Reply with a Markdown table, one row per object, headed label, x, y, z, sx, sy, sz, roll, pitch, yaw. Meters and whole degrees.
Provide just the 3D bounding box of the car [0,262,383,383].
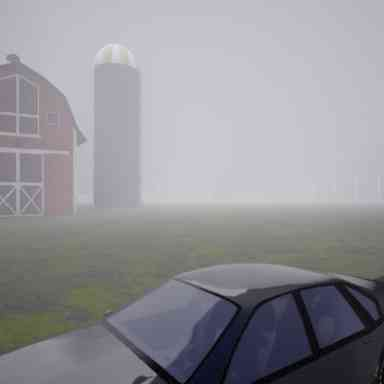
| label | x | y | z | sx | sy | sz | roll | pitch | yaw |
| --- | --- | --- | --- | --- | --- | --- | --- | --- | --- |
| car | 0.488 | 1.547 | 3.418 | 5.357 | 1.411 | 2.033 | 0 | 0 | -35 |
